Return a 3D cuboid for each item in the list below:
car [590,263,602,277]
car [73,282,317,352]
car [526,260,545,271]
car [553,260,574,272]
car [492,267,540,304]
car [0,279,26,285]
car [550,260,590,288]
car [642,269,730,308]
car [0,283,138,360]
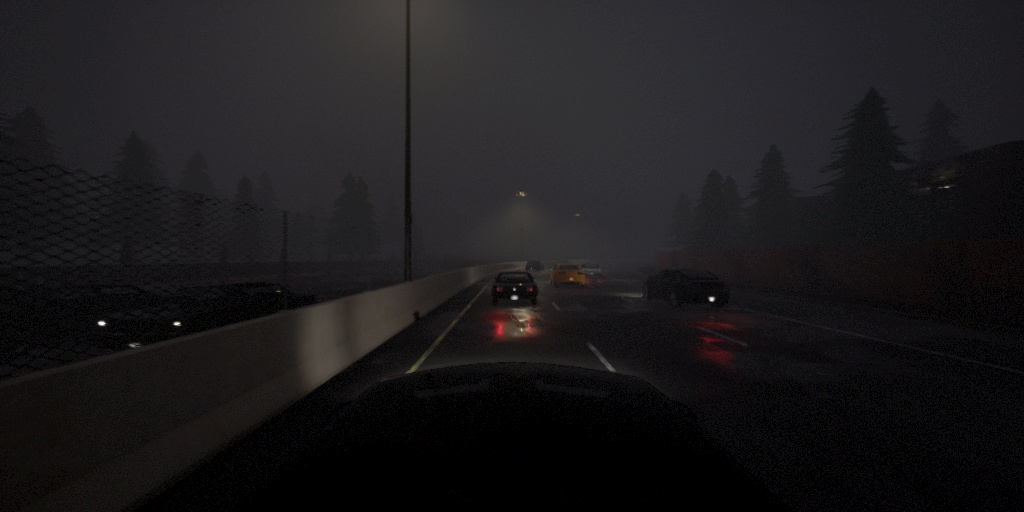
[{"bbox_3d":[7.845,1.386,36.057,1.895,1.301,4.718,0,0,7],"label":"car"},{"bbox_3d":[-7.014,1.361,8.905,1.895,1.301,4.718,0,0,0],"label":"car"},{"bbox_3d":[3.123,1.305,48.008,1.837,1.490,4.892,-2,0,16],"label":"car"},{"bbox_3d":[7.179,1.291,49.630,2.128,1.511,4.902,-1,0,18],"label":"car"},{"bbox_3d":[0.114,1.367,16.553,1.895,1.301,4.718,0,0,0],"label":"car"},{"bbox_3d":[-14.021,1.254,8.331,2.128,1.511,4.902,0,0,1],"label":"car"},{"bbox_3d":[3.686,1.251,24.332,1.882,1.535,5.008,0,0,1],"label":"car"},{"bbox_3d":[7.112,1.268,15.177,1.837,1.490,4.892,0,0,0],"label":"car"},{"bbox_3d":[-10.519,1.362,8.485,1.895,1.301,4.718,0,0,1],"label":"car"}]
